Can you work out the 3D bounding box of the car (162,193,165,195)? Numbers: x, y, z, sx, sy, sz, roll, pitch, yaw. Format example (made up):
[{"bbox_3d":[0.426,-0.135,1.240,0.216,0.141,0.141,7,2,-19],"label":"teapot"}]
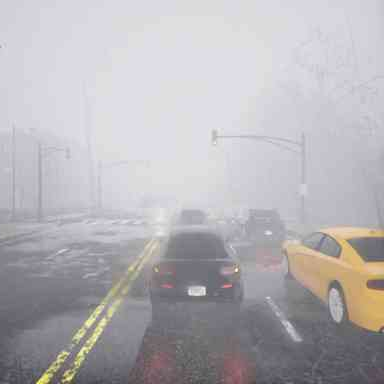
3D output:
[{"bbox_3d":[-6.720,1.202,70.838,2.150,2.045,5.566,0,0,0],"label":"car"}]

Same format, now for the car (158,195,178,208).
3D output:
[{"bbox_3d":[-3.490,1.512,49.170,1.812,1.442,4.674,0,0,0],"label":"car"}]

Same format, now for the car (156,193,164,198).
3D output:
[{"bbox_3d":[-6.757,1.459,60.216,1.882,1.535,5.008,0,0,0],"label":"car"}]

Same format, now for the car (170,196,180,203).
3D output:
[{"bbox_3d":[-3.465,1.578,69.380,1.895,1.301,4.718,0,0,0],"label":"car"}]

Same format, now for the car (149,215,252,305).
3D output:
[{"bbox_3d":[0.076,1.524,7.982,1.812,1.442,4.674,0,0,0],"label":"car"}]

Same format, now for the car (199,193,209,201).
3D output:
[{"bbox_3d":[3.003,1.505,78.987,2.033,1.411,5.357,0,0,0],"label":"car"}]

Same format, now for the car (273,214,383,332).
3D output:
[{"bbox_3d":[3.330,1.476,6.984,1.882,1.535,5.008,0,0,0],"label":"car"}]

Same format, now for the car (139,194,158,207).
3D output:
[{"bbox_3d":[-6.742,1.464,49.836,1.882,1.535,5.008,0,0,0],"label":"car"}]

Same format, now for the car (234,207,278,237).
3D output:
[{"bbox_3d":[3.300,1.503,16.737,1.837,1.490,4.892,0,0,0],"label":"car"}]

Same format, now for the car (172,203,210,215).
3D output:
[{"bbox_3d":[0.005,1.522,17.390,1.812,1.442,4.674,0,0,-2],"label":"car"}]

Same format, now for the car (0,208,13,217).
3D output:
[{"bbox_3d":[-19.788,1.763,31.200,5.357,1.411,2.033,-1,1,0],"label":"car"}]

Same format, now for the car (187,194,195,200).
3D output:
[{"bbox_3d":[-0.278,1.278,89.395,1.882,1.535,5.008,0,0,0],"label":"car"}]

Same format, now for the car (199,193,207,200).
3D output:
[{"bbox_3d":[2.972,1.155,89.375,2.097,1.767,4.553,0,0,0],"label":"car"}]

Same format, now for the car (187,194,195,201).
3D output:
[{"bbox_3d":[-0.248,1.561,79.423,1.895,1.301,4.718,0,0,0],"label":"car"}]

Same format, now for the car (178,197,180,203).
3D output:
[{"bbox_3d":[-3.514,1.508,59.219,1.812,1.442,4.674,0,0,1],"label":"car"}]
